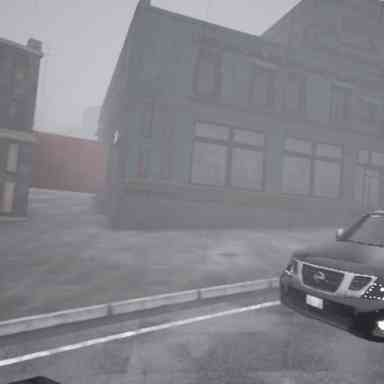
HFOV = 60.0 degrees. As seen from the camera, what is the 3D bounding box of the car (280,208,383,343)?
[{"bbox_3d":[4.281,1.331,6.266,5.566,2.045,2.150,1,-1,-28],"label":"car"}]
